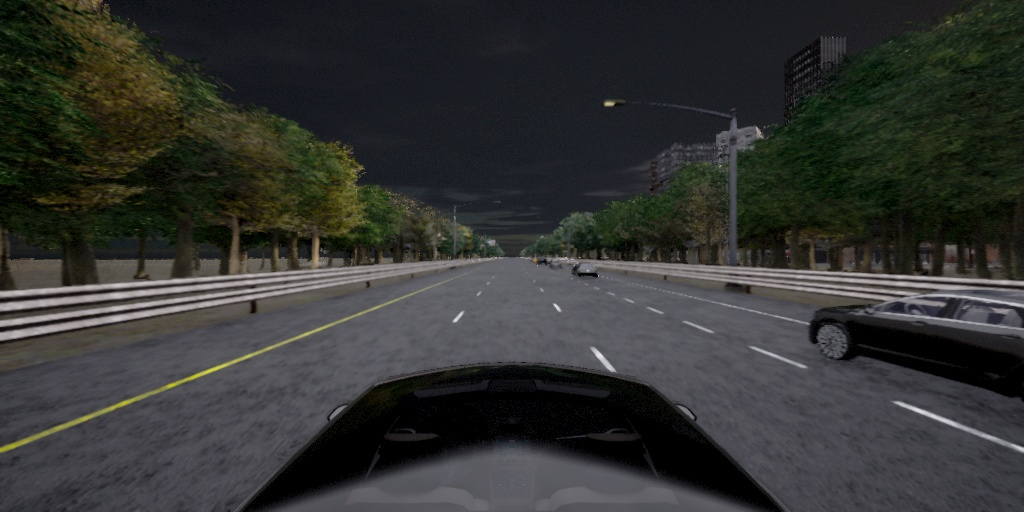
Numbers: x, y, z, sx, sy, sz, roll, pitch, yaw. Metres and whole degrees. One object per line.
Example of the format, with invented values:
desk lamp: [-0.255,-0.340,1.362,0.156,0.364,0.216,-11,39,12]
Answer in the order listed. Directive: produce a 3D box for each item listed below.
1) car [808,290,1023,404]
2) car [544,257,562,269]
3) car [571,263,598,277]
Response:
car: [7.002,1.243,5.367,2.128,1.511,4.902,0,0,0]
car: [7.060,1.296,59.244,2.128,1.511,4.902,0,0,0]
car: [7.009,1.335,35.091,1.994,1.385,4.181,0,0,0]
